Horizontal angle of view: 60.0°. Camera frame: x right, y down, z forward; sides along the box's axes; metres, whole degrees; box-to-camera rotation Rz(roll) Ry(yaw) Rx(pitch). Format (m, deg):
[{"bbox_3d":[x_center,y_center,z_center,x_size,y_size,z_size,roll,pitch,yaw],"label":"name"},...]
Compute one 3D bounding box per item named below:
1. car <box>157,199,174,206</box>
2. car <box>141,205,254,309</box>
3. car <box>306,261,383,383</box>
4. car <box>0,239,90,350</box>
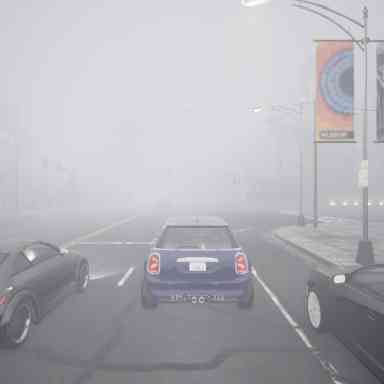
[{"bbox_3d":[-3.404,1.547,42.674,2.033,1.411,5.357,0,0,0],"label":"car"},{"bbox_3d":[0.099,1.352,8.044,2.097,1.767,4.553,0,0,0],"label":"car"},{"bbox_3d":[2.900,1.480,3.761,2.097,1.535,5.008,0,0,0],"label":"car"},{"bbox_3d":[-3.401,1.564,6.224,1.994,1.385,4.181,0,0,0],"label":"car"}]
